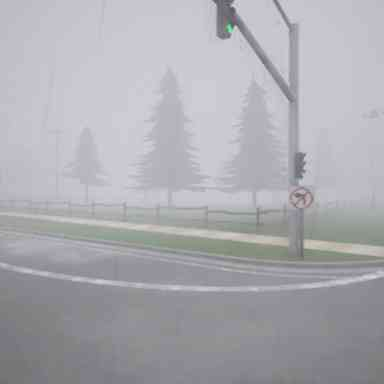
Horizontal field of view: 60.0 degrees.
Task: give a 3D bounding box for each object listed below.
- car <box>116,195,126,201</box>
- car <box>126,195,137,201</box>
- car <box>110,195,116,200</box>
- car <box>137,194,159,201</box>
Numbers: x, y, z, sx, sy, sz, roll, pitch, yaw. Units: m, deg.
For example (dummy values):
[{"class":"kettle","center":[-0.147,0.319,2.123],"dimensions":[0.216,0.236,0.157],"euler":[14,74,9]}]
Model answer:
[{"class":"car","center":[-15.411,1.355,80.493],"dimensions":[1.812,1.442,4.674],"euler":[0,0,35]},{"class":"car","center":[-12.565,1.429,78.456],"dimensions":[1.895,1.301,4.718],"euler":[0,0,35]},{"class":"car","center":[-18.275,1.380,82.506],"dimensions":[1.994,1.385,4.181],"euler":[0,0,35]},{"class":"car","center":[-9.667,1.193,76.492],"dimensions":[2.097,1.767,4.553],"euler":[0,0,35]}]
